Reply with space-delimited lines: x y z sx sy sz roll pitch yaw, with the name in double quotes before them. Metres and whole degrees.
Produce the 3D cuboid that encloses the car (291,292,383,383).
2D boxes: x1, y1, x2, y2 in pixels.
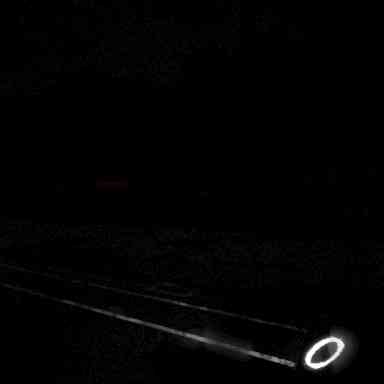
"car" 3.139 1.390 2.515 4.553 1.767 2.097 -1 -1 34
